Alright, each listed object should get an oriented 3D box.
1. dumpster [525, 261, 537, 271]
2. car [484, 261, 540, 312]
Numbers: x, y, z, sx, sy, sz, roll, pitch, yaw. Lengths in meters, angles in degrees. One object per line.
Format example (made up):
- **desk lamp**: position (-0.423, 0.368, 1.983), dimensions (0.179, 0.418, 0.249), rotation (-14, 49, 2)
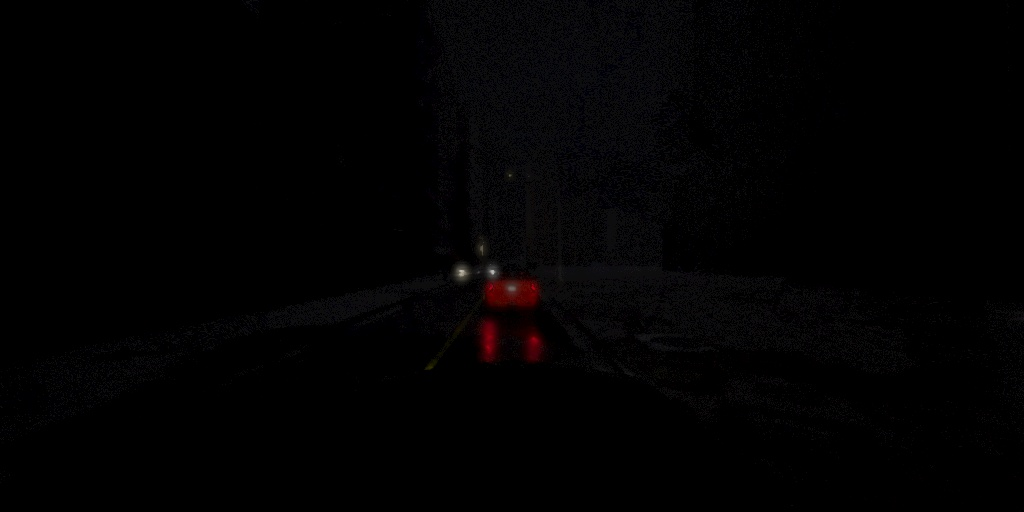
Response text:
- **dumpster**: position (3.127, 1.749, 59.658), dimensions (1.020, 1.700, 1.940), rotation (0, 0, 0)
- **car**: position (0.018, 1.243, 15.264), dimensions (2.097, 1.767, 4.553), rotation (0, -1, 0)
